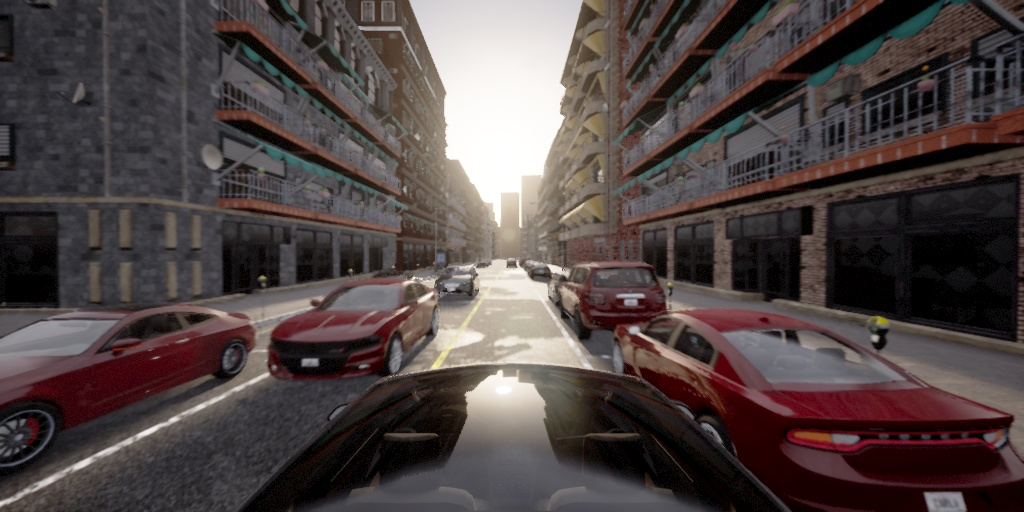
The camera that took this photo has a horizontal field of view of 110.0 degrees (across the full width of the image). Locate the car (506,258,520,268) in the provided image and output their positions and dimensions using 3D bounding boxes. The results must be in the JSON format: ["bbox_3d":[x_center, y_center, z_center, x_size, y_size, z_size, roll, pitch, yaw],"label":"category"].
[{"bbox_3d":[-0.040,1.272,62.798,1.837,1.490,4.892,0,0,0],"label":"car"}]

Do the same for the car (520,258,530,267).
[{"bbox_3d":[2.501,1.311,49.634,2.007,1.370,4.403,0,0,0],"label":"car"}]

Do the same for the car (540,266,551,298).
[{"bbox_3d":[2.524,1.300,15.647,2.007,1.370,4.403,0,0,0],"label":"car"}]

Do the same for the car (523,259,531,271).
[{"bbox_3d":[2.508,1.301,38.305,1.888,1.381,4.507,0,0,0],"label":"car"}]

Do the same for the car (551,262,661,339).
[{"bbox_3d":[2.527,1.064,9.983,2.192,1.841,5.009,0,0,0],"label":"car"}]

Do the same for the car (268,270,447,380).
[{"bbox_3d":[-2.847,1.229,7.559,1.882,1.535,5.008,0,0,0],"label":"car"}]

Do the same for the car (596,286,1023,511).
[{"bbox_3d":[2.531,1.294,4.319,1.888,1.381,4.507,0,0,0],"label":"car"}]

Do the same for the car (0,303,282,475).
[{"bbox_3d":[-5.317,1.334,4.692,1.802,1.307,4.207,0,0,0],"label":"car"}]

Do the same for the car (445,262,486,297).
[{"bbox_3d":[-2.760,1.267,18.873,2.128,1.511,4.902,0,0,0],"label":"car"}]

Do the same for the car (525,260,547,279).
[{"bbox_3d":[2.512,1.319,32.640,1.948,1.339,4.313,0,0,0],"label":"car"}]
